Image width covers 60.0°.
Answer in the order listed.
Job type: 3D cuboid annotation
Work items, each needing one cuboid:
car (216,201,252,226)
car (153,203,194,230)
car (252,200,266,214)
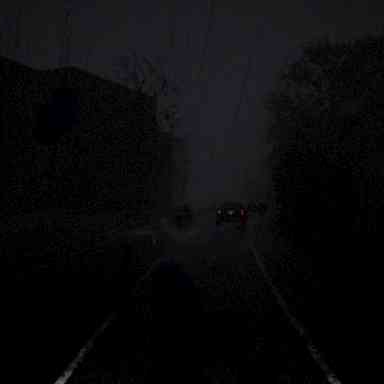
[{"bbox_3d":[3.097,1.473,24.854,2.097,1.767,4.553,1,0,12],"label":"car"},{"bbox_3d":[-1.103,1.530,21.636,1.837,1.490,4.892,1,0,11],"label":"car"},{"bbox_3d":[7.944,1.798,41.033,1.882,1.535,5.008,2,0,20],"label":"car"}]
